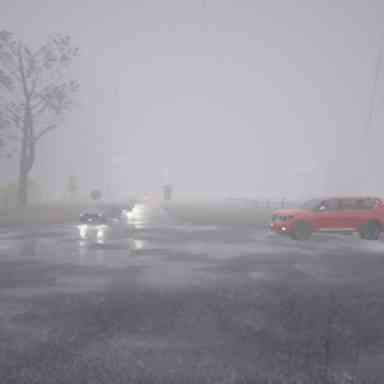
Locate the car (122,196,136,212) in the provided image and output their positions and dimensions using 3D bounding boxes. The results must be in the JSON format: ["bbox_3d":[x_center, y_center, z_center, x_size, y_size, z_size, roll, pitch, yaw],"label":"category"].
[{"bbox_3d":[-7.698,1.465,37.993,1.812,1.442,4.674,1,0,-8],"label":"car"}]

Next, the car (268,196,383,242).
[{"bbox_3d":[6.554,1.218,16.063,5.566,2.045,2.150,0,0,-5],"label":"car"}]

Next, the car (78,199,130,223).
[{"bbox_3d":[-6.619,1.489,25.024,2.033,1.411,5.357,1,0,5],"label":"car"}]

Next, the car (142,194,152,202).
[{"bbox_3d":[-10.083,1.303,74.737,2.097,1.767,4.553,1,0,-8],"label":"car"}]

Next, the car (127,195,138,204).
[{"bbox_3d":[-11.230,1.429,63.333,1.837,1.490,4.892,1,0,-8],"label":"car"}]

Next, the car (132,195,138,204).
[{"bbox_3d":[-9.234,1.533,48.945,1.895,1.301,4.718,1,0,-8],"label":"car"}]
